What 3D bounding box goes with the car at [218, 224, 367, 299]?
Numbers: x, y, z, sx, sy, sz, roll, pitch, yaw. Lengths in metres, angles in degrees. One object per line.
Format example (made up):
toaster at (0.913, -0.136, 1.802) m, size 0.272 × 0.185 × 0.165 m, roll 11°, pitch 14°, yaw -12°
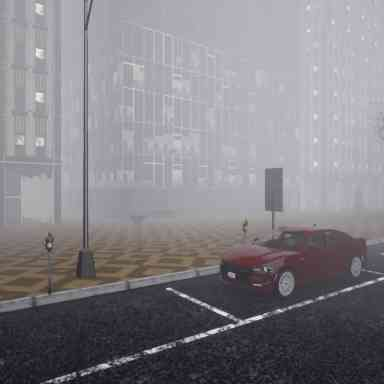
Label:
car at (2.684, 1.545, 8.476) m, size 4.507 × 1.381 × 1.887 m, roll 0°, pitch 0°, yaw -36°
